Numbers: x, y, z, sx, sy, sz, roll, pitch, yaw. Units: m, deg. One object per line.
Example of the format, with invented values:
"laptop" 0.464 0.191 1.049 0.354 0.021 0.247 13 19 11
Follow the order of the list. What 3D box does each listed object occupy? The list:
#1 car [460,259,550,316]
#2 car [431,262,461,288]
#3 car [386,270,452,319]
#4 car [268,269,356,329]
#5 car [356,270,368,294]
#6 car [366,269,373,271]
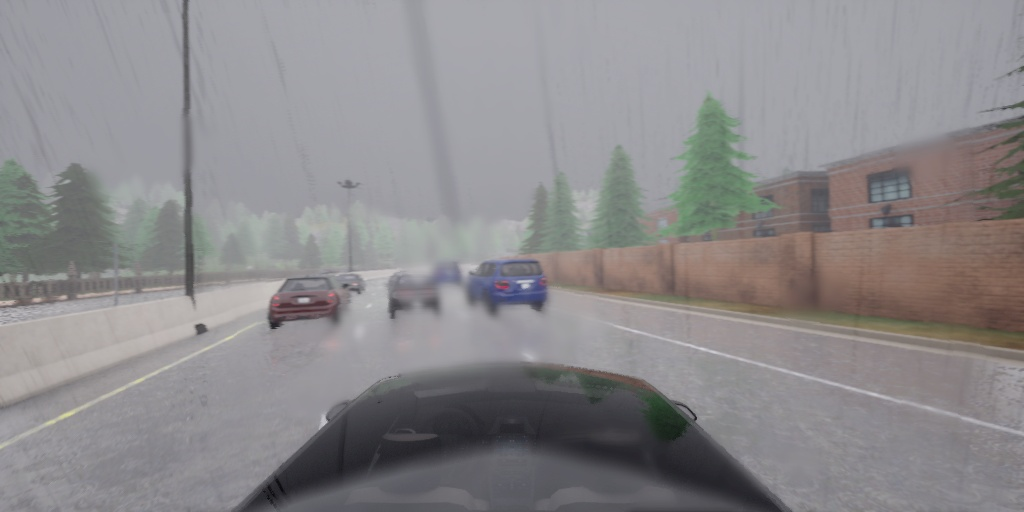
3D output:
"car" -0.381 1.166 14.759 2.150 2.045 5.566 -1 -1 -19
"car" -5.273 1.508 28.971 2.150 2.045 5.566 -1 -1 -16
"car" -4.049 1.542 14.683 2.128 1.511 4.902 -1 -1 -19
"car" -7.315 1.481 13.413 2.097 1.767 4.553 -1 -1 -19
"car" -11.576 1.973 25.640 2.033 1.411 5.357 -1 -1 -17
"car" -23.375 2.773 58.068 2.033 1.411 5.357 -2 -1 1
